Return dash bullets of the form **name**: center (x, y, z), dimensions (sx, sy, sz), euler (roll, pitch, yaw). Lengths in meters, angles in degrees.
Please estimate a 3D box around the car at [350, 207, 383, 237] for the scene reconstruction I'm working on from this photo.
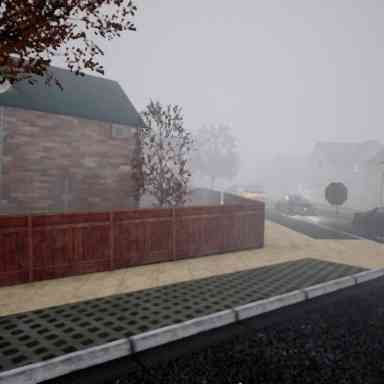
- **car**: center (8.588, 1.336, 13.477), dimensions (2.033, 1.411, 5.357), euler (2, 2, -4)

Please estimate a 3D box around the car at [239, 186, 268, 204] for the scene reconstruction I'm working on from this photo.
- **car**: center (7.040, 0.469, 37.272), dimensions (1.882, 1.535, 5.008), euler (1, 2, -4)

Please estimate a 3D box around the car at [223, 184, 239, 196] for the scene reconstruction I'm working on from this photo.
- **car**: center (6.108, 0.011, 53.054), dimensions (2.128, 1.511, 4.902), euler (1, 2, -4)

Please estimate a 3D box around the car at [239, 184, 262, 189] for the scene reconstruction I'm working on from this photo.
- **car**: center (9.160, -0.119, 50.136), dimensions (2.150, 2.045, 5.566), euler (1, 2, -4)

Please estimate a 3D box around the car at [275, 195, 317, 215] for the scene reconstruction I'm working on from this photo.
- **car**: center (7.816, 0.950, 25.236), dimensions (1.994, 1.385, 4.181), euler (1, 2, -4)
